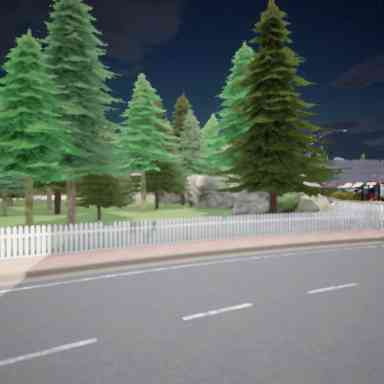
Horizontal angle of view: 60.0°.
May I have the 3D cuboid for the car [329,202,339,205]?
[{"bbox_3d":[17.992,0.907,45.477,2.097,1.767,4.553,0,0,-9],"label":"car"}]
